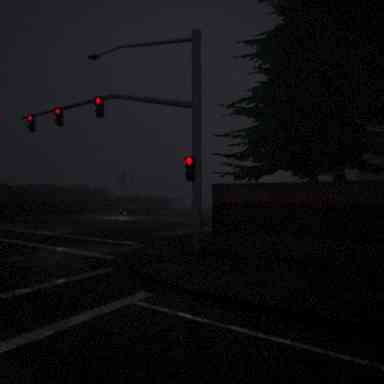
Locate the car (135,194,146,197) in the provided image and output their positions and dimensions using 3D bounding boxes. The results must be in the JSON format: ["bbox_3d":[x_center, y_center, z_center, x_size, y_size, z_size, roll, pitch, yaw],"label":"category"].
[{"bbox_3d":[-12.392,1.741,86.810,3.806,1.475,1.970,0,0,35],"label":"car"}]

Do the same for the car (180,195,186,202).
[{"bbox_3d":[-3.457,1.655,73.338,3.806,1.475,1.970,0,0,35],"label":"car"}]

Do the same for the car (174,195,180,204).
[{"bbox_3d":[-5.141,1.623,70.983,3.905,1.438,1.784,0,0,35],"label":"car"}]

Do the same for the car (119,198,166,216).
[{"bbox_3d":[-4.833,1.626,33.693,2.033,1.411,5.357,0,0,35],"label":"car"}]

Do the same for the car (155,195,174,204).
[{"bbox_3d":[-6.660,1.412,68.771,4.605,1.855,1.932,0,0,35],"label":"car"}]
